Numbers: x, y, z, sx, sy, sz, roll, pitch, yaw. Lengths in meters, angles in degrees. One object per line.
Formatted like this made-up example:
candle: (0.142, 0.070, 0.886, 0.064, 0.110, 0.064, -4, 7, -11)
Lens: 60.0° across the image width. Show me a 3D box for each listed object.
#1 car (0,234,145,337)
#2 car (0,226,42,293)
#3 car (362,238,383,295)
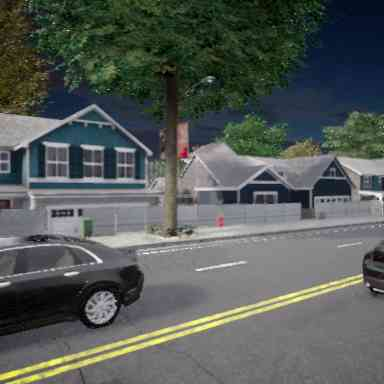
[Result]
car: (-3.156, 1.518, 5.421, 4.892, 1.490, 1.837, 0, 0, -36)
car: (-6.059, 1.619, 7.336, 4.718, 1.301, 1.895, 0, 0, -36)
car: (5.787, 1.532, 7.607, 4.892, 1.490, 1.837, 0, 0, -36)
